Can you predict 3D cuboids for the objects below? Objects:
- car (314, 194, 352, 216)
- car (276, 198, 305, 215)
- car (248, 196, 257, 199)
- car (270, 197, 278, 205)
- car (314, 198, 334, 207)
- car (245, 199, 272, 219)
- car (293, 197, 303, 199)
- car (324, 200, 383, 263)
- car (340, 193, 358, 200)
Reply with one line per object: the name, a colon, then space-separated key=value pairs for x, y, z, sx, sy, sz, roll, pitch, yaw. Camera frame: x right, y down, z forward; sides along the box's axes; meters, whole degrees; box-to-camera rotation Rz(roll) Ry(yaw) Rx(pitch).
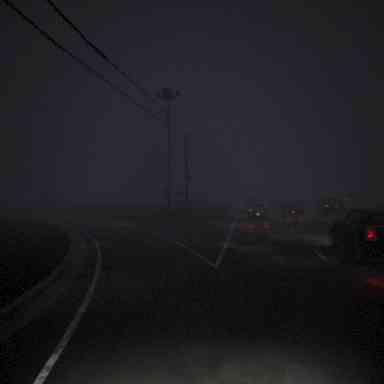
car: x=13.269 y=1.312 z=31.962 sx=2.097 sy=1.767 sz=4.553 roll=-1 pitch=0 yaw=9
car: x=10.061 y=1.626 z=34.002 sx=1.895 sy=1.301 sz=4.718 roll=-1 pitch=0 yaw=9
car: x=9.620 y=1.489 z=52.932 sx=2.097 sy=1.767 sz=4.553 roll=-1 pitch=0 yaw=9
car: x=13.363 y=1.607 z=54.105 sx=1.812 sy=1.442 sz=4.674 roll=-1 pitch=0 yaw=9
car: x=19.808 y=1.553 z=50.159 sx=1.895 sy=1.301 sz=4.718 roll=-1 pitch=0 yaw=9
car: x=5.799 y=1.597 z=29.670 sx=1.812 sy=1.442 sz=4.674 roll=-1 pitch=0 yaw=9
car: x=16.659 y=1.509 z=52.592 sx=2.128 sy=1.511 sz=4.902 roll=-1 pitch=0 yaw=9
car: x=6.407 y=1.313 z=11.772 sx=2.097 sy=1.767 sz=4.553 roll=-1 pitch=0 yaw=9
car: x=23.421 y=1.116 z=50.606 sx=2.150 sy=2.045 sz=5.566 roll=-1 pitch=0 yaw=9
